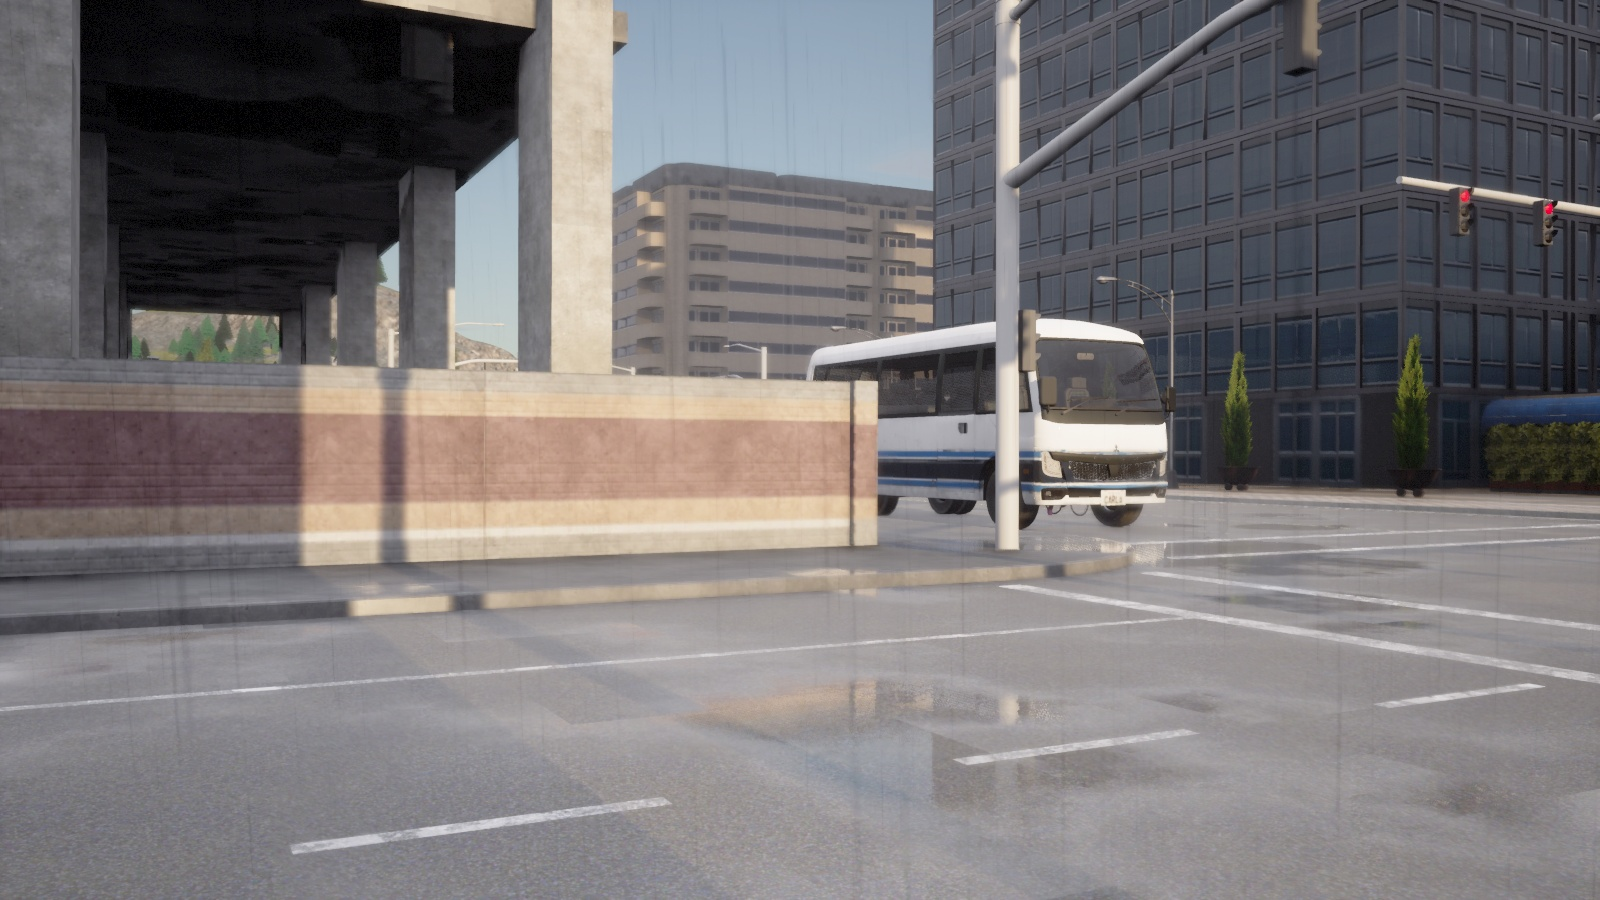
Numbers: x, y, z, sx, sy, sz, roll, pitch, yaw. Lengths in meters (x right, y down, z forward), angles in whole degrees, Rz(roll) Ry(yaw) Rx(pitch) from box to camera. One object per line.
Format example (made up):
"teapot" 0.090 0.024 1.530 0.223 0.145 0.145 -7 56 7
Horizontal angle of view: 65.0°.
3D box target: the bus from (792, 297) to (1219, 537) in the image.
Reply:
"bus" 3.924 -0.572 27.768 3.944 4.253 10.273 0 0 -27
